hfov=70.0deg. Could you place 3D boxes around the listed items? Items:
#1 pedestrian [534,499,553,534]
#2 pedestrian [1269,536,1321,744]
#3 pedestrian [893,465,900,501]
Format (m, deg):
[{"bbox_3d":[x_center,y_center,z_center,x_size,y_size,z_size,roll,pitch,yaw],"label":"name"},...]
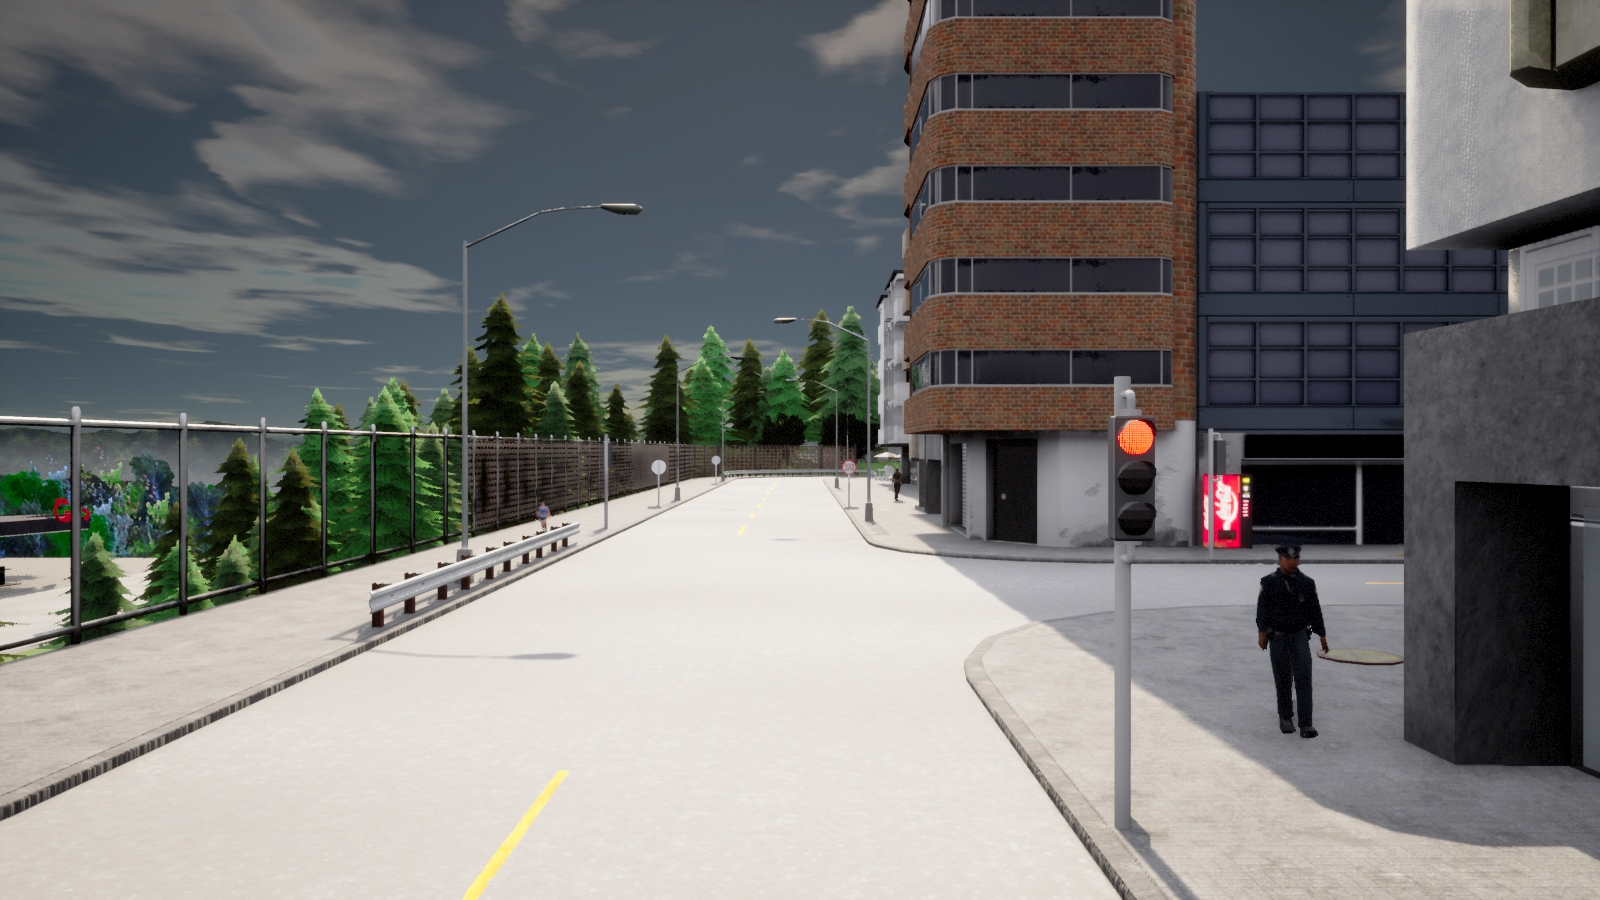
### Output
[{"bbox_3d":[-8.170,2.110,36.447,0.500,1.100,0.500,0,0,0],"label":"pedestrian"},{"bbox_3d":[4.582,1.742,10.588,0.375,1.860,0.375,0,0,12],"label":"pedestrian"},{"bbox_3d":[5.048,1.721,59.636,0.375,1.860,0.375,0,0,3],"label":"pedestrian"}]
